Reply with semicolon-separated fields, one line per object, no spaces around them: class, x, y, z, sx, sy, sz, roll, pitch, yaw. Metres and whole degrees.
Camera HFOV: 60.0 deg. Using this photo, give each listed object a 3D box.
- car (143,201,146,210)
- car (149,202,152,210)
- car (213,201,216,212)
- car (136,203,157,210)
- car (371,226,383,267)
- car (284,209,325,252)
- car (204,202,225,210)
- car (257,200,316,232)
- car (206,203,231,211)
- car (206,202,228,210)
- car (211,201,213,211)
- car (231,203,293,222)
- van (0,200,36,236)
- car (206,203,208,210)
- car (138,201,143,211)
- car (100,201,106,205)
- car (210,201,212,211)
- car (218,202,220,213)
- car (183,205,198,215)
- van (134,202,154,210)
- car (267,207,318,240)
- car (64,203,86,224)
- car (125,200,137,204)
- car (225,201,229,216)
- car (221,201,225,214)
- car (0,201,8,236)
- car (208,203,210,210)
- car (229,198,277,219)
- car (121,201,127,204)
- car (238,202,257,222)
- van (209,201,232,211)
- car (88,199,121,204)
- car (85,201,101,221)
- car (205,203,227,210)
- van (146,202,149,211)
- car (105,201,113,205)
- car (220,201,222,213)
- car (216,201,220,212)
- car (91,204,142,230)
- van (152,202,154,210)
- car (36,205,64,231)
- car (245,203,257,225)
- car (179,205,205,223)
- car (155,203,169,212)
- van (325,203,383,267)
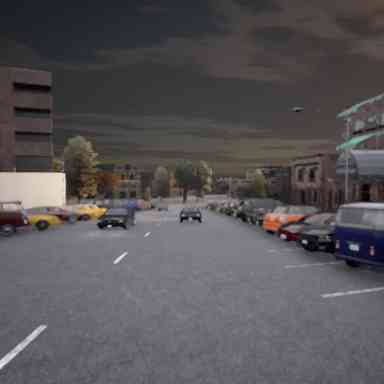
car;-11.807;2.975;63.282;4.892;1.521;2.231;0;-2;-20
car;-11.690;3.165;72.302;4.553;1.767;2.185;0;-2;-19
car;6.076;2.388;48.012;5.008;1.535;2.097;1;-2;-21
car;-11.568;3.711;84.280;5.008;1.535;2.097;0;-2;-19
car;6.412;1.545;6.947;4.674;1.452;2.002;1;0;-20
car;6.396;1.560;12.817;5.008;1.535;2.097;1;-1;-20
car;5.470;3.387;80.329;4.553;1.767;2.185;1;-2;-21
car;6.333;1.512;18.679;4.553;1.767;2.185;1;-1;-20
car;5.693;3.205;71.488;5.008;1.535;2.097;1;-2;-21
car;5.596;3.182;74.433;4.553;1.767;2.185;1;-2;-21
car;6.032;2.492;50.948;4.892;1.521;2.231;1;-2;-21
car;6.452;1.868;30.480;5.366;1.575;1.946;1;-2;-20
van;-11.345;1.436;18.384;4.442;1.987;1.878;-1;-1;-20
car;5.860;2.899;62.680;5.008;1.535;2.097;1;-2;-21
car;-11.840;2.512;57.259;5.566;2.045;2.435;0;-2;-20
car;-11.735;1.976;33.228;5.366;1.575;1.946;0;-1;-20
car;5.992;2.594;53.878;4.892;1.521;2.231;1;-2;-21
car;6.161;2.233;42.140;4.674;1.452;2.002;1;-2;-21
car;-0.238;2.421;44.958;1.895;1.301;4.718;0;-2;0
van;-11.722;3.381;81.251;4.442;1.987;1.878;0;-2;-19
car;6.350;1.626;15.734;4.792;1.488;2.163;1;-1;-20
car;-11.482;1.864;27.325;4.792;1.488;2.163;0;-2;-20
car;-11.801;2.300;51.244;5.566;2.045;2.435;0;-2;-21
car;6.258;1.941;33.351;5.008;1.535;2.097;1;-2;-20
car;6.216;2.018;36.281;5.008;1.535;2.097;1;-2;-21
car;-11.405;1.494;15.351;4.553;1.767;2.185;-1;-1;-20
car;5.959;2.695;56.811;5.008;1.535;2.097;1;-2;-21
car;6.332;1.552;27.504;5.566;2.045;2.435;1;-2;-20
car;-11.484;2.239;42.332;5.366;1.575;1.946;0;-2;-21
car;6.320;1.741;24.553;4.892;1.521;2.231;1;-2;-20
van;5.856;2.880;68.599;4.442;1.987;1.878;1;-2;-21
car;-11.651;1.897;39.270;5.566;2.045;2.435;0;-2;-20
car;-11.362;1.898;30.368;5.366;1.575;1.946;0;-2;-20
car;5.588;3.441;77.396;4.792;1.488;2.163;1;-2;-21
van;-11.863;2.960;69.253;4.442;1.987;1.878;0;-2;-19
car;-11.767;2.057;36.219;5.366;1.575;1.946;0;-2;-21
car;6.162;1.977;39.214;4.553;1.767;2.185;1;-2;-21
car;6.092;2.163;45.077;4.553;1.767;2.185;1;-2;-21
car;-5.160;1.801;23.463;2.033;1.411;5.357;0;-1;0
van;-11.577;3.170;75.341;4.442;1.987;1.878;0;-2;-19
car;-11.295;1.710;21.397;5.366;1.575;1.946;0;-1;-20
car;6.339;1.689;21.616;4.892;1.521;2.231;1;-1;-20
car;-0.121;1.980;29.522;1.895;1.301;4.718;0;-1;0
car;-5.515;2.999;64.234;1.837;1.490;4.892;0;-2;0
van;6.511;1.306;9.926;4.442;1.987;1.878;1;-1;-20
